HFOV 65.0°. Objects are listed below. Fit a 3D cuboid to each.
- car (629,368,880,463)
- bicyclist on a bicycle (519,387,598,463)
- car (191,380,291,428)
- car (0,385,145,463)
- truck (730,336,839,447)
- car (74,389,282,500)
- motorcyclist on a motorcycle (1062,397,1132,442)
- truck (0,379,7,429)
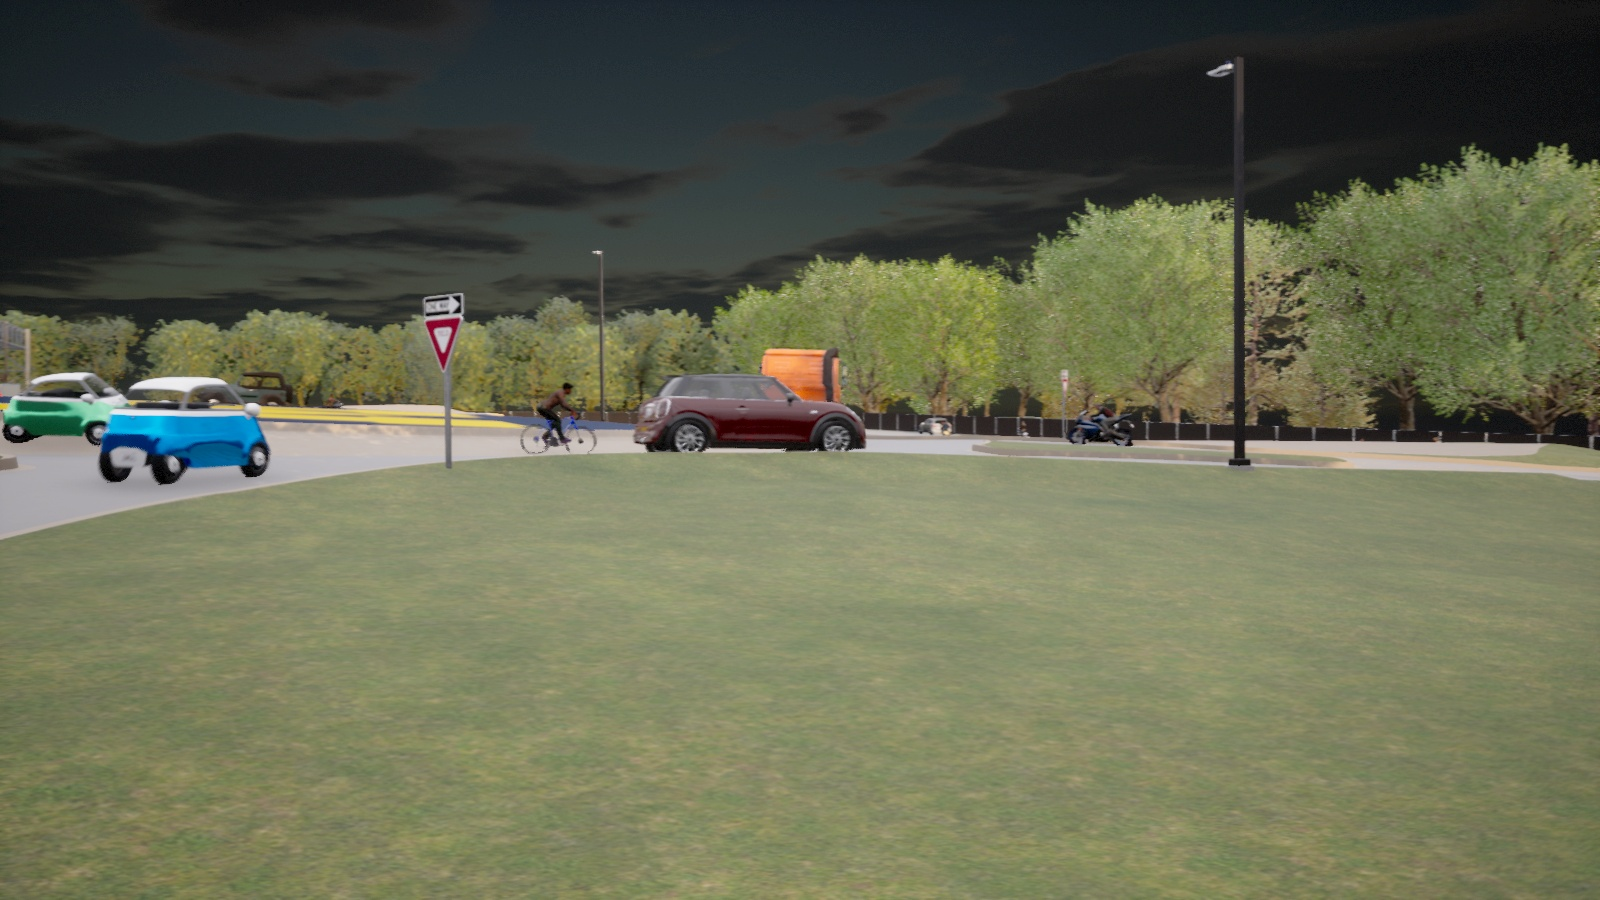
[{"bbox_3d":[-0.924,-0.692,25.211,4.553,1.767,2.097,-1,1,-22],"label":"car"},{"bbox_3d":[-5.334,-0.550,27.726,1.656,1.620,0.582,1,2,-14],"label":"bicyclist on a bicycle"},{"bbox_3d":[-24.344,-1.981,54.704,3.866,1.878,1.905,1,-1,-26],"label":"car"},{"bbox_3d":[-14.572,-0.542,25.160,2.207,1.376,1.481,-1,8,-12],"label":"car"},{"bbox_3d":[-0.381,-1.933,43.416,2.891,3.462,7.936,1,1,6],"label":"truck"},{"bbox_3d":[-8.295,-0.123,16.928,1.481,1.376,2.207,1,3,9],"label":"car"},{"bbox_3d":[10.334,-1.075,43.703,2.191,1.530,0.866,1,2,26],"label":"motorcyclist on a motorcycle"},{"bbox_3d":[-41.870,-2.298,63.322,2.627,2.467,5.204,-3,3,-38],"label":"truck"}]
